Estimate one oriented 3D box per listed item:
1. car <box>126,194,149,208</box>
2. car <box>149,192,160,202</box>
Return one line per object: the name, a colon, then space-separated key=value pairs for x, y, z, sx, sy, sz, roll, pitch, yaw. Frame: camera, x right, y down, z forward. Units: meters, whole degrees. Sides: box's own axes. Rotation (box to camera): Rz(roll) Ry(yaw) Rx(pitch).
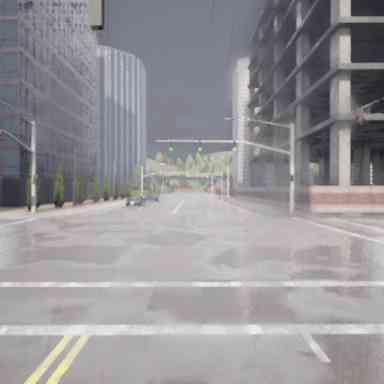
car: x=-7.089 y=1.155 z=41.905 sx=2.128 sy=1.511 sz=4.902 roll=0 pitch=1 yaw=0
car: x=-7.040 y=0.876 z=59.498 sx=2.097 sy=1.767 sz=4.553 roll=0 pitch=0 yaw=1
